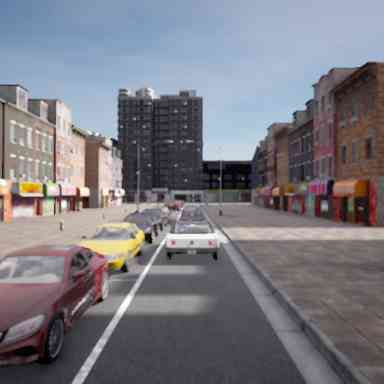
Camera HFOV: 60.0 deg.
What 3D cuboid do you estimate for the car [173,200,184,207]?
[{"bbox_3d":[-2.642,2.234,65.870,1.947,1.339,4.313,0,-1,0],"label":"car"}]

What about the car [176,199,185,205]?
[{"bbox_3d":[-2.642,2.344,76.774,1.947,1.339,4.313,0,-1,0],"label":"car"}]

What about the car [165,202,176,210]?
[{"bbox_3d":[-2.640,1.832,27.707,2.008,1.369,4.403,0,-1,0],"label":"car"}]

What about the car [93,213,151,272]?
[{"bbox_3d":[-2.640,1.639,11.182,1.752,1.417,4.829,0,-1,0],"label":"car"}]

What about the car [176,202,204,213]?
[{"bbox_3d":[0.008,1.827,27.535,2.033,1.411,5.357,0,-1,0],"label":"car"}]

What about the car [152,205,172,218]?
[{"bbox_3d":[-2.640,1.792,22.255,1.947,1.339,4.313,0,-1,0],"label":"car"}]

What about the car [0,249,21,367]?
[{"bbox_3d":[-2.640,1.321,0.451,2.192,1.841,5.009,0,-1,0],"label":"car"}]

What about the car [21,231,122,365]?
[{"bbox_3d":[-2.640,1.642,5.900,1.802,1.307,4.206,0,-1,0],"label":"car"}]

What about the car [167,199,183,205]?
[{"bbox_3d":[-2.752,1.829,47.029,2.097,1.767,4.553,0,-1,0],"label":"car"}]

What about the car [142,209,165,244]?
[{"bbox_3d":[-2.640,1.736,16.803,1.947,1.339,4.313,0,-1,0],"label":"car"}]

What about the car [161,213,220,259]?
[{"bbox_3d":[0.017,1.736,13.253,1.895,1.301,4.718,0,-1,0],"label":"car"}]
